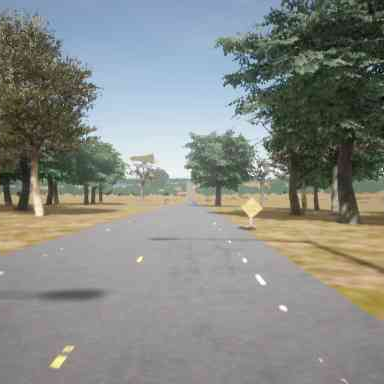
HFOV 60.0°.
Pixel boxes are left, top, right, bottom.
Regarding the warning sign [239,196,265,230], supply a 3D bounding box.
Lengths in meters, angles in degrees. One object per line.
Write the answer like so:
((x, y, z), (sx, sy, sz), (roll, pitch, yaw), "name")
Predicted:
((3.602, 1.237, 20.126), (1.300, 1.860, 1.060), (3, 2, 0), "warning sign")
